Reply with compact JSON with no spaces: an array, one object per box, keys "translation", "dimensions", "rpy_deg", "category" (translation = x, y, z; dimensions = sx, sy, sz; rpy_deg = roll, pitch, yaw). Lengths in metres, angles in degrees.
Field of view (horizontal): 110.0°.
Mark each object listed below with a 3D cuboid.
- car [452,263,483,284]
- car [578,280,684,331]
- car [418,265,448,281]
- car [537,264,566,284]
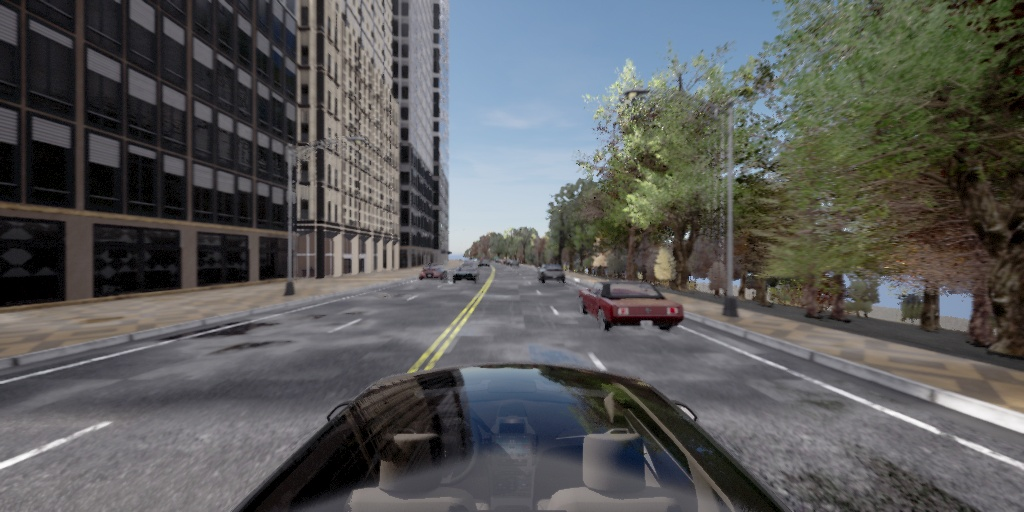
[{"translation":[-3.593,1.480,28.693],"dimensions":[1.895,1.301,4.718],"rpy_deg":[0,0,-1],"category":"car"},{"translation":[3.330,1.397,11.105],"dimensions":[1.895,1.301,4.718],"rpy_deg":[0,0,0],"category":"car"},{"translation":[-6.916,1.458,31.864],"dimensions":[1.994,1.385,4.181],"rpy_deg":[0,0,-1],"category":"car"},{"translation":[3.098,1.371,28.822],"dimensions":[2.128,1.511,4.902],"rpy_deg":[0,0,-1],"category":"car"}]
